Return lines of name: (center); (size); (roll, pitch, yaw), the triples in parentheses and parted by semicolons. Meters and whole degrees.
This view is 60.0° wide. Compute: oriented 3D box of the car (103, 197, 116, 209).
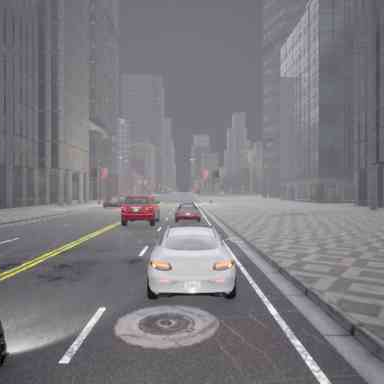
car: (-10.569, 1.428, 44.654); (1.882, 1.535, 5.008); (0, 0, -1)

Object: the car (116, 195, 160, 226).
car: (-3.535, 1.213, 23.402); (2.150, 2.045, 5.566); (0, 0, -1)

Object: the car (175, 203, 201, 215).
car: (-0.332, 1.552, 26.123); (1.994, 1.385, 4.181); (0, 0, -1)

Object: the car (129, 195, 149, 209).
car: (-7.337, 1.297, 46.136); (2.097, 1.767, 4.553); (0, 0, -1)

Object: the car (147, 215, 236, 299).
car: (-0.031, 1.523, 8.318); (1.812, 1.442, 4.674); (0, 0, -1)

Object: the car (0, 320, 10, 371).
car: (-3.181, 1.563, 2.324); (1.994, 1.385, 4.181); (0, 0, -1)
